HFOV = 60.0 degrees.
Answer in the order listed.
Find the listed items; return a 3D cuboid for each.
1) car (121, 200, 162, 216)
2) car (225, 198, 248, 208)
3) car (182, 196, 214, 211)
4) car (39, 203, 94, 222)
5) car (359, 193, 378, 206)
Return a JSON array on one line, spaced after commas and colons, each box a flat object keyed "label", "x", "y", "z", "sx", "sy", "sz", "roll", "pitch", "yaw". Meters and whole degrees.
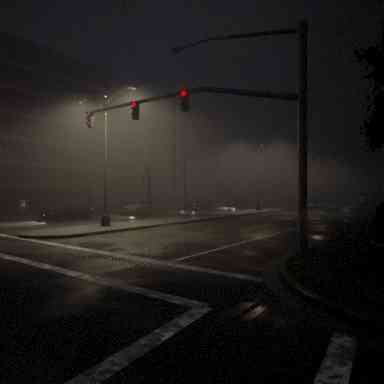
[{"label": "car", "x": -4.960, "y": 1.524, "z": 33.480, "sx": 1.812, "sy": 1.442, "sz": 4.674, "roll": 0, "pitch": 0, "yaw": 36}, {"label": "car", "x": 6.611, "y": 1.564, "z": 49.404, "sx": 1.994, "sy": 1.385, "sz": 4.181, "roll": 0, "pitch": 0, "yaw": 36}, {"label": "car", "x": 0.772, "y": 1.352, "z": 41.376, "sx": 2.097, "sy": 1.767, "sz": 4.553, "roll": 0, "pitch": 0, "yaw": 36}, {"label": "car", "x": -9.952, "y": 1.564, "z": 26.600, "sx": 1.994, "sy": 1.385, "sz": 4.181, "roll": 0, "pitch": 0, "yaw": 36}, {"label": "car", "x": 28.728, "y": 1.221, "z": 54.042, "sx": 2.150, "sy": 2.045, "sz": 5.566, "roll": 0, "pitch": 0, "yaw": 36}]
